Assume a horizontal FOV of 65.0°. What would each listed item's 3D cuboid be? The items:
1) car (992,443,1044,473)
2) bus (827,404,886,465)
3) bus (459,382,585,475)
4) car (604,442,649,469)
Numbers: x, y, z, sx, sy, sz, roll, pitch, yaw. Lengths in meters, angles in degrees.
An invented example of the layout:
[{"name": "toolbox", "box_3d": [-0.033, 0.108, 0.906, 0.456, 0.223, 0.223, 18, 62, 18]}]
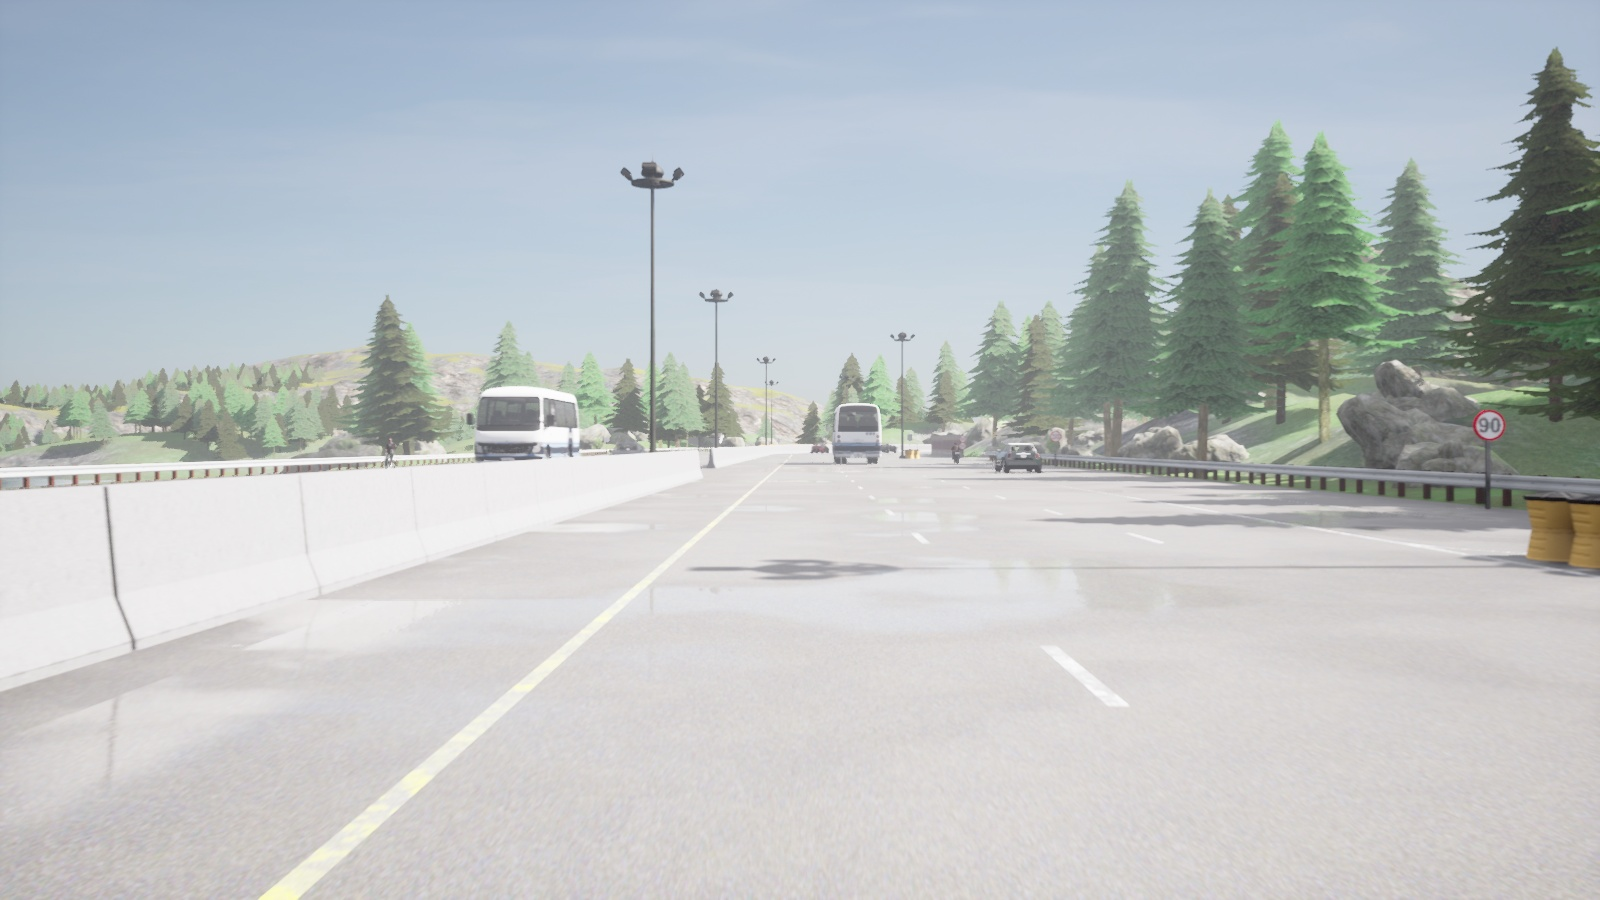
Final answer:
[{"name": "car", "box_3d": [10.878, 0.366, 62.953, 1.970, 1.475, 3.806, 0, 0, 0]}, {"name": "bus", "box_3d": [4.048, -1.147, 92.270, 3.944, 4.253, 10.273, 0, 1, 0]}, {"name": "bus", "box_3d": [-13.623, -0.994, 62.653, 3.944, 4.253, 10.273, 0, 0, 0]}, {"name": "car", "box_3d": [-10.063, 0.273, 73.165, 2.007, 1.525, 4.514, 0, 0, 0]}]
